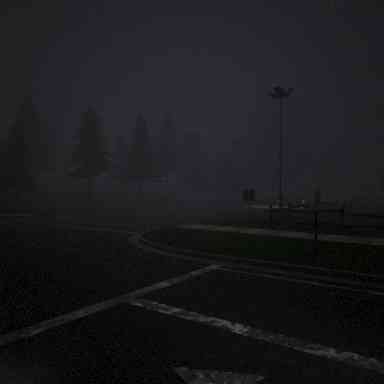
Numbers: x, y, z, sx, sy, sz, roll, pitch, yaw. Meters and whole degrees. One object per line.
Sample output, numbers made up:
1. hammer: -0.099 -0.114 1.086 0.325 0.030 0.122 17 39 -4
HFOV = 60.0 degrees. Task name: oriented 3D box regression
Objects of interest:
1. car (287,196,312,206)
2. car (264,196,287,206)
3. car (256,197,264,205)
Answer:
1. car: 16.548 1.351 50.358 2.097 1.767 4.553 0 0 35
2. car: 13.691 1.351 52.379 2.097 1.767 4.553 0 0 35
3. car: 12.807 1.548 57.164 2.033 1.411 5.357 0 0 36
